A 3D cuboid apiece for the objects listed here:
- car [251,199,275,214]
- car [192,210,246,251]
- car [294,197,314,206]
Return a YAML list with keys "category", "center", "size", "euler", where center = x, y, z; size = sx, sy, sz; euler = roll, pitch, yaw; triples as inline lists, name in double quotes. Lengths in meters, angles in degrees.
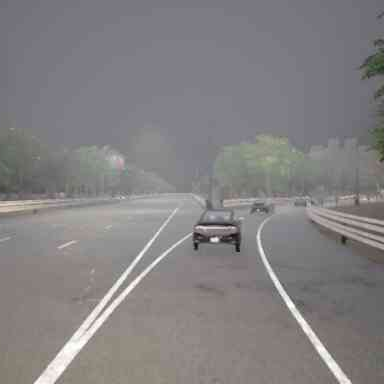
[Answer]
- category: "car"
  center: [7.627, 1.564, 35.489]
  size: [1.837, 1.490, 4.892]
  euler: [-1, -1, 24]
- category: "car"
  center: [1.212, 1.496, 14.257]
  size: [2.128, 1.511, 4.902]
  euler: [0, 0, 10]
- category: "car"
  center: [17.721, 1.496, 52.352]
  size: [2.128, 1.511, 4.902]
  euler: [0, 0, 38]
